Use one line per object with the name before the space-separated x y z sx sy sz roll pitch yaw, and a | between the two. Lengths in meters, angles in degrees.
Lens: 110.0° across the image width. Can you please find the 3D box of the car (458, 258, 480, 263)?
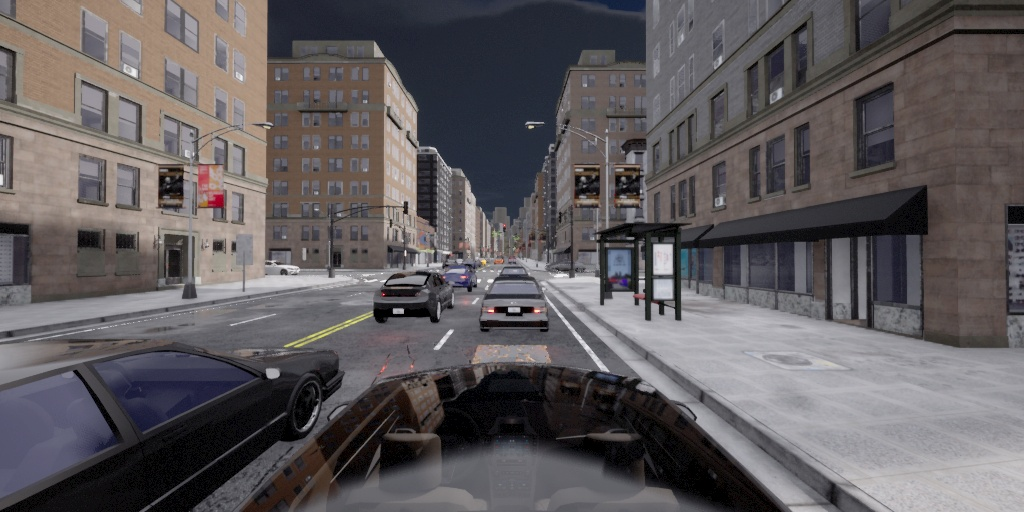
car | -6.553 1.124 55.241 2.097 1.767 4.553 0 0 0

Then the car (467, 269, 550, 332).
car | 0.087 1.300 10.840 2.033 1.411 5.357 0 0 1

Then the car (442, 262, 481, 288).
car | -3.139 1.284 21.220 1.812 1.442 4.674 0 0 0

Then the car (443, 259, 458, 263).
car | -9.766 1.277 56.933 1.837 1.490 4.892 0 0 3

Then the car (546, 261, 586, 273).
car | 6.601 1.353 43.916 4.902 1.511 2.128 0 -1 0

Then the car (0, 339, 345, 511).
car | -3.149 1.298 2.307 2.033 1.411 5.357 0 0 0

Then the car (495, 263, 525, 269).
car | 0.104 1.305 20.897 2.033 1.411 5.357 0 0 0

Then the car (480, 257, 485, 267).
car | -6.514 1.264 64.380 2.128 1.511 4.902 0 0 1

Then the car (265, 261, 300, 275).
car | -22.600 1.158 33.889 4.674 1.442 1.812 0 -1 -1

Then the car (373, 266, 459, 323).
car | -3.131 1.258 12.181 1.837 1.490 4.892 0 0 -1
